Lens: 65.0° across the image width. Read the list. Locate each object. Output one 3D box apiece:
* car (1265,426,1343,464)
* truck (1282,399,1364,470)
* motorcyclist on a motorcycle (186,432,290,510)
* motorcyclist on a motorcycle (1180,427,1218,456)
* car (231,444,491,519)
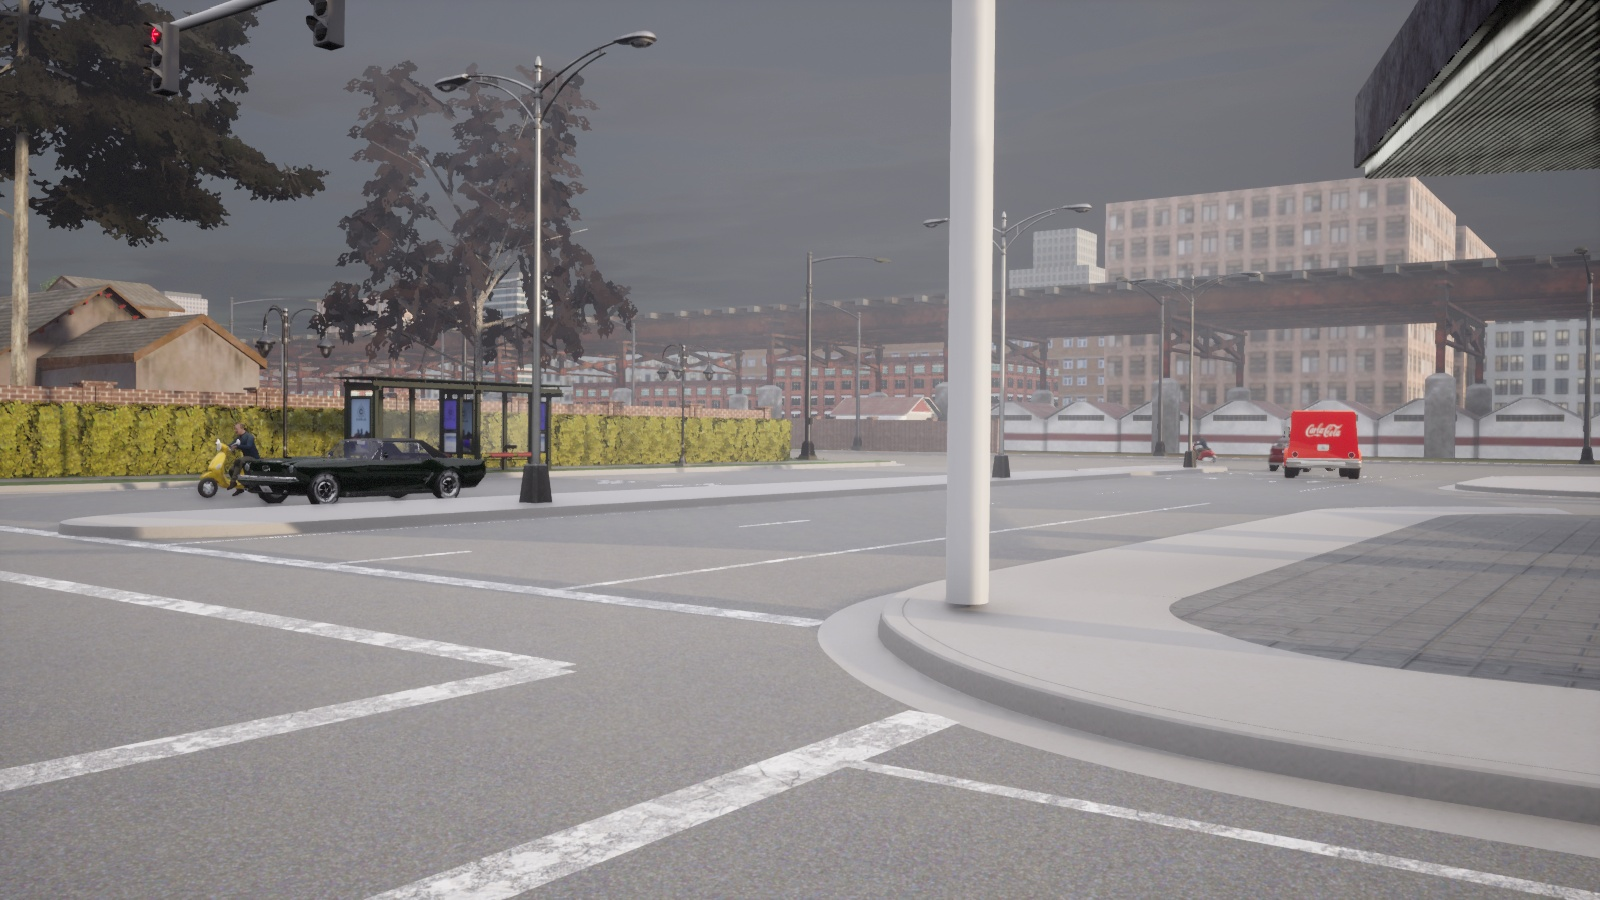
[{"bbox_3d":[21.889,-0.232,54.496,1.789,1.549,3.705,0,1,45],"label":"car"},{"bbox_3d":[19.224,-0.563,46.375,2.627,2.467,5.204,0,1,21],"label":"truck"},{"bbox_3d":[-11.985,0.427,26.842,0.866,1.590,1.817,0,1,35],"label":"motorcyclist on a motorcycle"},{"bbox_3d":[21.971,-0.458,69.142,1.817,1.590,0.866,0,1,35],"label":"motorcyclist on a motorcycle"},{"bbox_3d":[-8.724,0.564,25.371,1.895,1.301,4.718,0,1,35],"label":"car"}]
